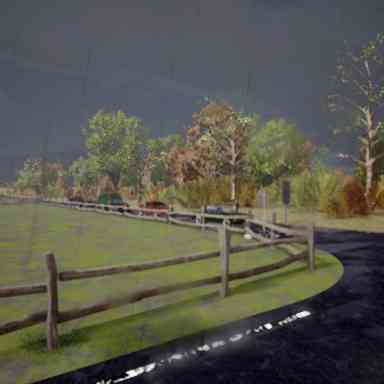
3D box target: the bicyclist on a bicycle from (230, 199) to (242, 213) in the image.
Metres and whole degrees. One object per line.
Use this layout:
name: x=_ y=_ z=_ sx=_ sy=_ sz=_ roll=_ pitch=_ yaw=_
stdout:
bicyclist on a bicycle: x=3.840 y=1.439 z=29.815 sx=1.656 sy=1.620 sz=0.582 roll=-1 pitch=0 yaw=-35

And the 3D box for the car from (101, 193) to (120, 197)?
car: x=-11.879 y=1.216 z=47.271 sx=2.150 sy=2.045 sz=5.566 roll=0 pitch=-1 yaw=-35

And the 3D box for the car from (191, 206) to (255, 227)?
car: x=1.962 y=1.591 z=22.027 sx=1.895 sy=1.301 sz=4.718 roll=0 pitch=0 yaw=-35

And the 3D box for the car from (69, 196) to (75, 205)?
car: x=-20.676 y=1.472 z=59.990 sx=1.882 sy=1.535 sz=5.008 roll=0 pitch=0 yaw=-35

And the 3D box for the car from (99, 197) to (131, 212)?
car: x=-8.390 y=1.571 z=37.031 sx=1.994 sy=1.385 sz=4.181 roll=0 pitch=0 yaw=-35

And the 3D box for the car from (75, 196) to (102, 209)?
car: x=-14.061 y=1.570 z=45.304 sx=1.994 sy=1.385 sz=4.181 roll=0 pitch=0 yaw=-34

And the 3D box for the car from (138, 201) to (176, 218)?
car: x=-3.215 y=1.527 z=29.522 sx=1.812 sy=1.442 sz=4.674 roll=0 pitch=0 yaw=-35
